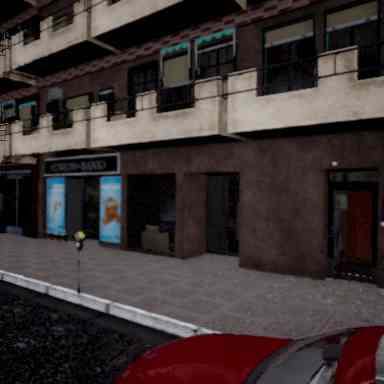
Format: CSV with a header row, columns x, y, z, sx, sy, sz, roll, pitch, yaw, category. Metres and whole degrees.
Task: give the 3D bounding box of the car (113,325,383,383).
x,y,z,sx,sy,sz,roll,pitch,yaw,category
1.222,1.582,1.993,4.206,1.307,1.802,0,1,36,car
